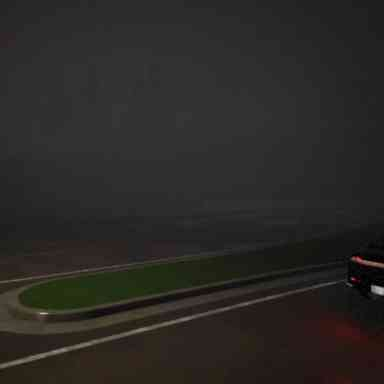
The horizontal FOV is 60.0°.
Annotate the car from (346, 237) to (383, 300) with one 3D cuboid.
[{"bbox_3d":[5.392,1.525,7.043,4.902,1.511,2.128,0,0,-30],"label":"car"}]
